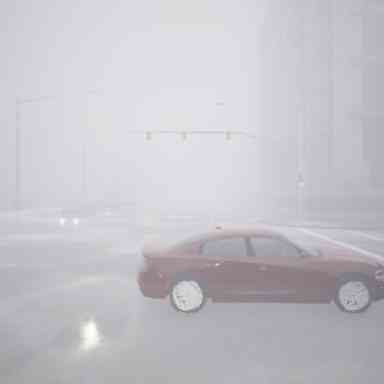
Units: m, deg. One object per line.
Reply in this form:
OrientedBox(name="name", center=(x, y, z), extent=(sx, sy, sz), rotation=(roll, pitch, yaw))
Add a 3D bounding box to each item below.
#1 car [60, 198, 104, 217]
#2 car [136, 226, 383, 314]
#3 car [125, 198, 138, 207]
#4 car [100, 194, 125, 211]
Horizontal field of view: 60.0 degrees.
OrientedBox(name="car", center=(-10.568, 1.584, 31.790), extent=(2.033, 1.411, 5.357), rotation=(0, 0, 4))
OrientedBox(name="car", center=(1.368, 1.488, 7.023), extent=(5.008, 1.535, 1.882), rotation=(0, 0, 1))
OrientedBox(name="car", center=(-10.107, 1.606, 53.481), extent=(2.033, 1.411, 5.357), rotation=(0, 0, 3))
OrientedBox(name="car", center=(-10.401, 1.269, 41.779), extent=(2.150, 2.045, 5.566), rotation=(0, 0, 1))
